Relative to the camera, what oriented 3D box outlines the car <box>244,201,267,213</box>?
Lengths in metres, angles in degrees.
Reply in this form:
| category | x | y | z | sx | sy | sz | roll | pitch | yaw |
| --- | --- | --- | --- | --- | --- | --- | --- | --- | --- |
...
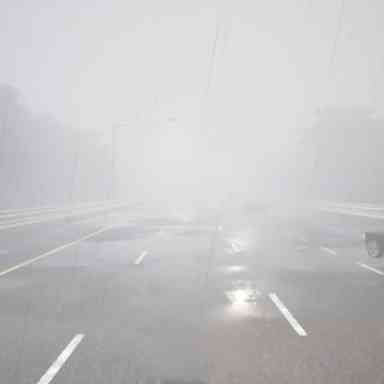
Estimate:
| category | x | y | z | sx | sy | sz | roll | pitch | yaw |
| --- | --- | --- | --- | --- | --- | --- | --- | --- | --- |
| car | 7.063 | 1.607 | 37.387 | 1.895 | 1.301 | 4.718 | 0 | 0 | 0 |

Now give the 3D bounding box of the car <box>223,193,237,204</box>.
| category | x | y | z | sx | sy | sz | roll | pitch | yaw |
| --- | --- | --- | --- | --- | --- | --- | --- | --- | --- |
| car | 7.198 | 1.224 | 63.642 | 2.150 | 2.045 | 5.566 | 0 | 0 | 0 |

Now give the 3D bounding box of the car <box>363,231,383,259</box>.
| category | x | y | z | sx | sy | sz | roll | pitch | yaw |
| --- | --- | --- | --- | --- | --- | --- | --- | --- | --- |
| car | 7.001 | 1.604 | 9.697 | 1.895 | 1.301 | 4.718 | 0 | 0 | 0 |
